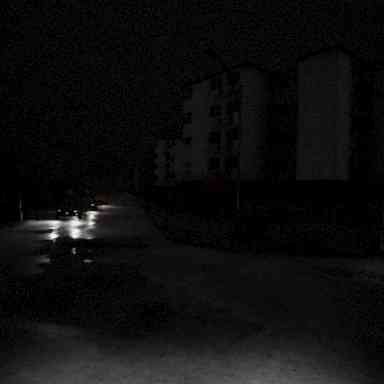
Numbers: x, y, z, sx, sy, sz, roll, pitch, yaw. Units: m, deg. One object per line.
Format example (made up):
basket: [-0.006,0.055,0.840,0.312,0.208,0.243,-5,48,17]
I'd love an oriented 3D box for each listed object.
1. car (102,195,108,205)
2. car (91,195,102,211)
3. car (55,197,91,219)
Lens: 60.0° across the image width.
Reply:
car: [-14.187,1.199,51.780,1.882,1.535,5.008,1,0,-10]
car: [-11.407,1.298,36.603,1.812,1.442,4.674,1,0,-10]
car: [-9.552,1.310,26.588,1.837,1.490,4.892,1,0,-10]
